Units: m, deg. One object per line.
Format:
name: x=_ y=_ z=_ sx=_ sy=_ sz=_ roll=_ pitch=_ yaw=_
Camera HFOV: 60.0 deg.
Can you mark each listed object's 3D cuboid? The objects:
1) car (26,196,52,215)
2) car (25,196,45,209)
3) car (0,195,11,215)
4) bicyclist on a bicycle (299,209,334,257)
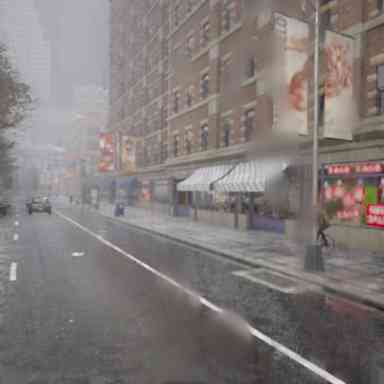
car: x=-13.952 y=1.260 z=30.445 sx=2.128 sy=1.511 sz=4.902 roll=1 pitch=0 yaw=-27
car: x=-19.002 y=1.233 z=40.211 sx=2.033 sy=1.411 sz=5.357 roll=1 pitch=0 yaw=-27
car: x=-17.297 y=1.230 z=29.293 sx=1.837 sy=1.490 sz=4.892 roll=1 pitch=0 yaw=-27
bicyclist on a bicycle: x=4.188 y=1.340 z=11.122 sx=1.656 sy=1.620 sz=0.582 roll=1 pitch=0 yaw=-27
